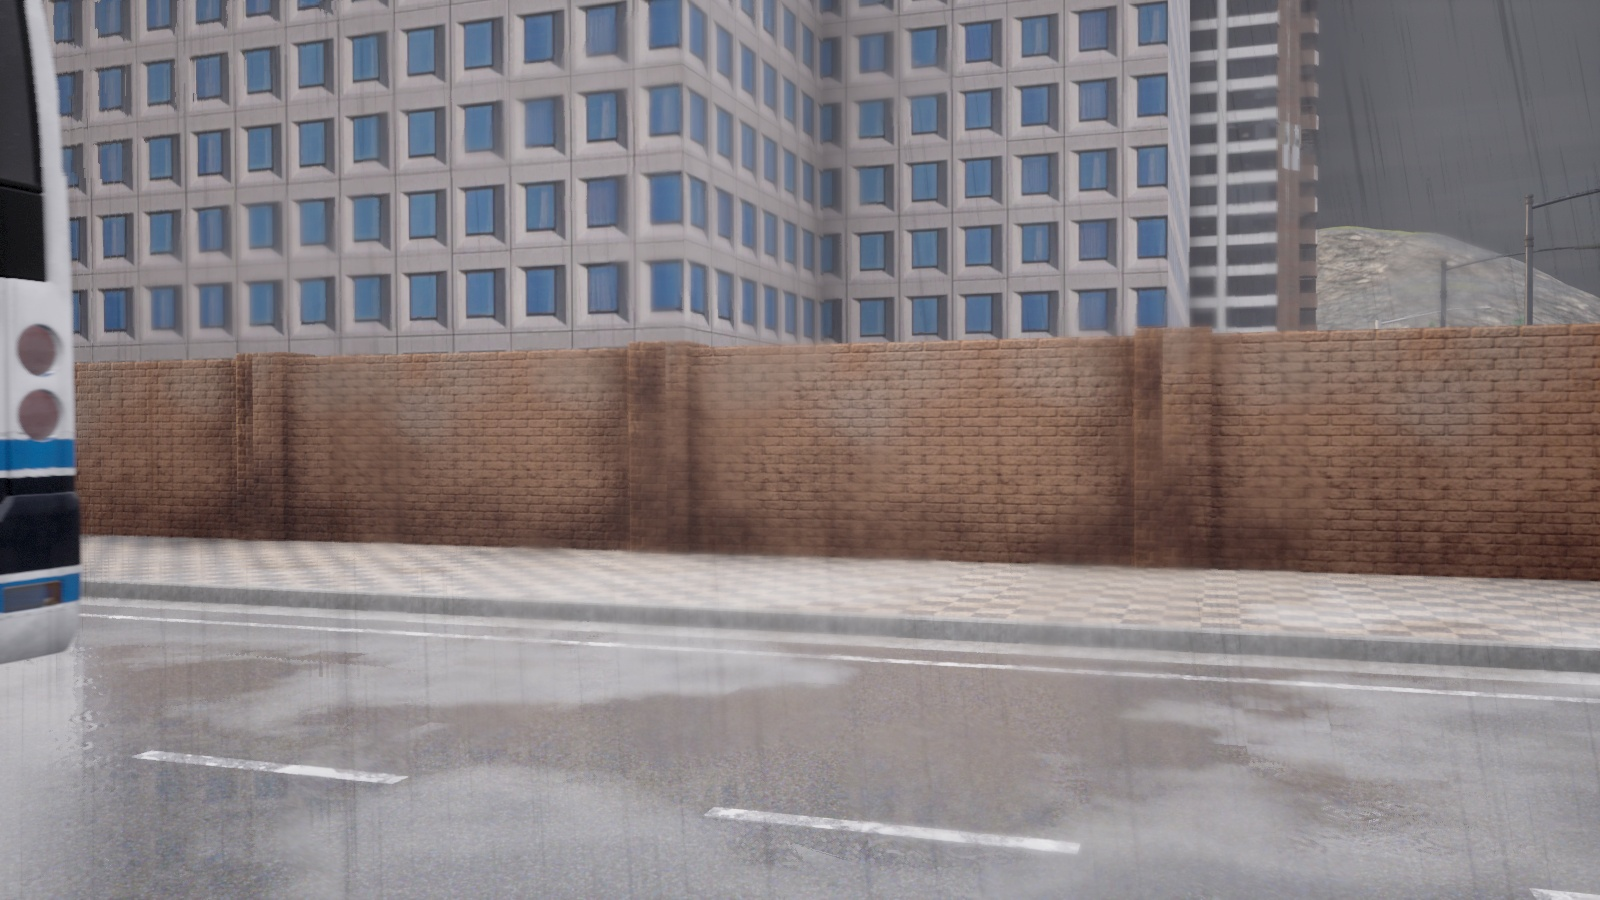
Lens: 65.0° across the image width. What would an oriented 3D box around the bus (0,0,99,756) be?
[{"bbox_3d":[-9.137,-0.684,6.256,10.273,4.253,3.944,1,1,18],"label":"bus"}]
